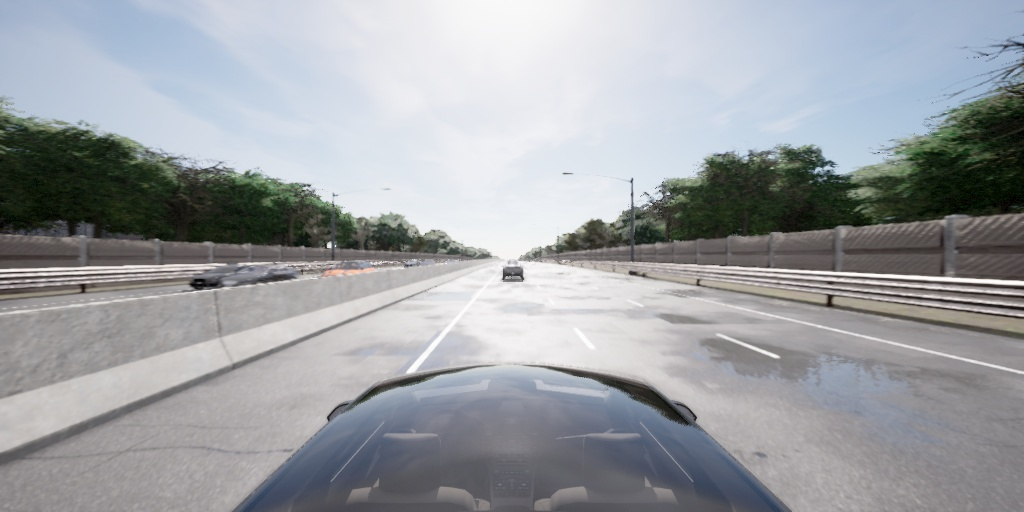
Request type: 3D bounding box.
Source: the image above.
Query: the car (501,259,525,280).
[{"bbox_3d":[0.086,1.266,32.051,2.128,1.511,4.902,0,0,0],"label":"car"}]

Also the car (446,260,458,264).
[{"bbox_3d":[-10.543,1.356,63.962,1.812,1.442,4.674,0,0,0],"label":"car"}]

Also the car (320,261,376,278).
[{"bbox_3d":[-10.599,1.115,23.548,2.097,1.767,4.553,0,0,0],"label":"car"}]

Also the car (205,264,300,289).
[{"bbox_3d":[-14.093,1.250,20.292,2.128,1.511,4.902,0,0,0],"label":"car"}]

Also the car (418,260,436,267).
[{"bbox_3d":[-14.044,1.350,60.799,1.812,1.442,4.674,0,0,0],"label":"car"}]

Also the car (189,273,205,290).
[{"bbox_3d":[-17.599,1.265,22.603,1.837,1.490,4.892,0,0,0],"label":"car"}]
